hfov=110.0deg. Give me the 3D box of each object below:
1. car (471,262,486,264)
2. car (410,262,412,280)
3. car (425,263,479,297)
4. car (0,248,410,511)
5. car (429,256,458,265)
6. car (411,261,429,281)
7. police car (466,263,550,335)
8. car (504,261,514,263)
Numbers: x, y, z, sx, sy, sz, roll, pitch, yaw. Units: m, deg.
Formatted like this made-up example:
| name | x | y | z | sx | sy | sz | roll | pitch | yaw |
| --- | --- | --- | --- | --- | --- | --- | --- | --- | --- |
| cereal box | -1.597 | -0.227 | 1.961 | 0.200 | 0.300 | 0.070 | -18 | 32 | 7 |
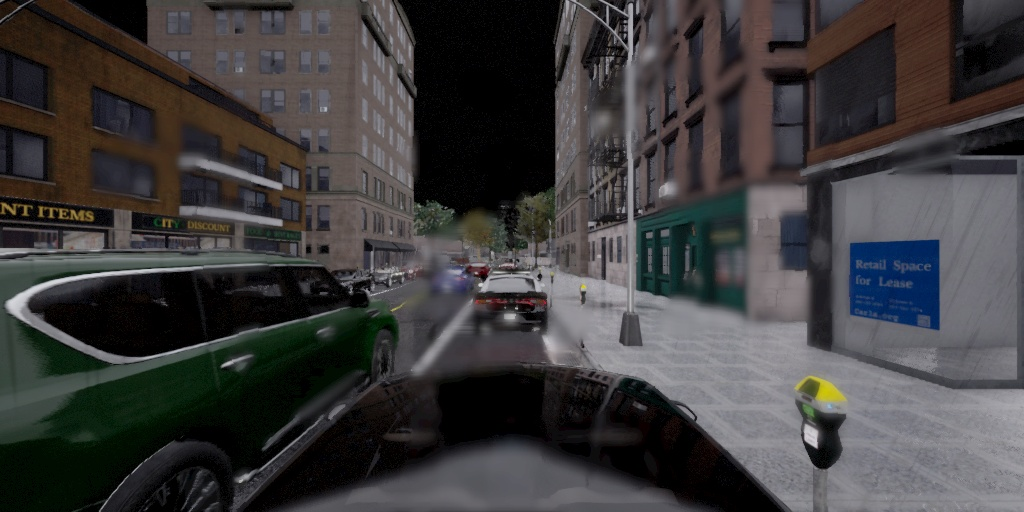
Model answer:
| name | x | y | z | sx | sy | sz | roll | pitch | yaw |
| --- | --- | --- | --- | --- | --- | --- | --- | --- | --- |
| car | -2.929 | 1.235 | 31.806 | 1.882 | 1.535 | 5.008 | 0 | 0 | 0 |
| car | -8.408 | 1.303 | 23.719 | 2.007 | 1.370 | 4.403 | 0 | 0 | 0 |
| car | -3.028 | 1.277 | 18.979 | 1.812 | 1.442 | 4.674 | 0 | 0 | 0 |
| car | -2.925 | 0.972 | 3.523 | 2.150 | 2.045 | 5.566 | 0 | 0 | 0 |
| car | -5.869 | 0.978 | 30.441 | 2.150 | 2.045 | 5.566 | 0 | 0 | 0 |
| car | -8.408 | 1.195 | 29.238 | 1.967 | 1.591 | 4.097 | 0 | 0 | 0 |
| police car | -0.012 | 1.175 | 10.610 | 1.930 | 1.638 | 5.238 | 0 | 0 | 0 |
| car | -0.383 | 1.281 | 29.411 | 1.751 | 1.417 | 4.829 | 0 | 0 | 0 |
